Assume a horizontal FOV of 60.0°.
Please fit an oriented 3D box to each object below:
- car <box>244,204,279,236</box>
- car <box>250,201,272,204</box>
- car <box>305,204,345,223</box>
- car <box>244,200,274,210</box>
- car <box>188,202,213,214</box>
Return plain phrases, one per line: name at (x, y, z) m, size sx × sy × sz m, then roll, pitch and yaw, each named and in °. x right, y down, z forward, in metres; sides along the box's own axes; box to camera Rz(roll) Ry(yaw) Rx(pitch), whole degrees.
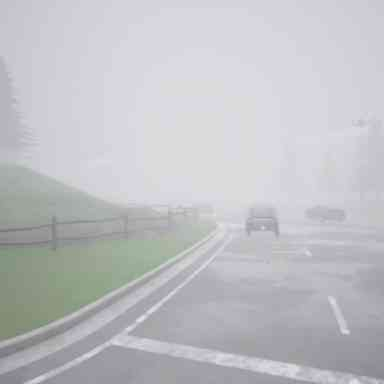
car at (4.256, 1.754, 20.494) m, size 2.128 × 1.511 × 4.902 m, roll 0°, pitch -1°, yaw 9°
car at (7.407, 1.934, 35.685) m, size 1.882 × 1.535 × 5.008 m, roll 0°, pitch -1°, yaw -11°
car at (11.682, 1.832, 29.551) m, size 1.882 × 1.535 × 5.008 m, roll 0°, pitch -1°, yaw -2°
car at (10.974, 2.179, 54.933) m, size 1.882 × 1.535 × 5.008 m, roll 0°, pitch -1°, yaw -31°
car at (1.012, 2.101, 43.822) m, size 1.837 × 1.490 × 4.892 m, roll 1°, pitch -1°, yaw -25°
